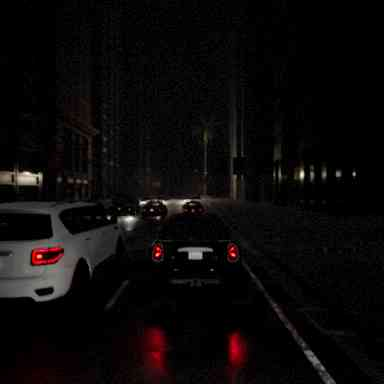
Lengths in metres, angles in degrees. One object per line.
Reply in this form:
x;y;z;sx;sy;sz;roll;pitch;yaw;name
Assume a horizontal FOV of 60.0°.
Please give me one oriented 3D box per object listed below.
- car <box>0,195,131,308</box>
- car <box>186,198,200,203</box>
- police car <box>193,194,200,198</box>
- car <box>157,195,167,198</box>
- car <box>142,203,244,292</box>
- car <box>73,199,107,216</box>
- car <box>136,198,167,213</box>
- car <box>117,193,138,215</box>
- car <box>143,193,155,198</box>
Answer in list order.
-3.180;1.208;8.024;2.150;2.045;5.566;0;0;1;car
0.087;1.495;28.773;2.033;1.411;5.357;0;0;0;car
1.108;1.286;83.329;1.930;1.638;5.238;0;0;0;police car
-6.527;1.290;73.353;1.882;1.535;5.008;0;0;0;car
0.080;1.334;9.020;2.097;1.767;4.553;0;0;0;car
-9.868;1.466;32.515;1.812;1.442;4.674;0;0;0;car
-3.163;1.495;28.762;2.033;1.411;5.357;0;0;0;car
-6.610;1.162;32.958;2.150;2.045;5.566;0;0;0;car
-9.777;1.444;72.907;1.895;1.301;4.718;0;0;0;car
